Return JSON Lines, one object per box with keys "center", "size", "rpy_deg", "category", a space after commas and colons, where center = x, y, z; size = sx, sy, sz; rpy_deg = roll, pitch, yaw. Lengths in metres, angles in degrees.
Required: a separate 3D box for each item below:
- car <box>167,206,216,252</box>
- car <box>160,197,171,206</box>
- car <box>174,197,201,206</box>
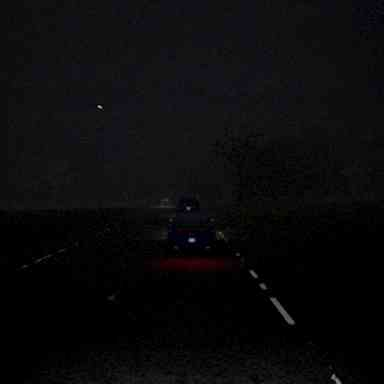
{"center": [-0.018, 1.600, 14.504], "size": [1.882, 1.535, 5.008], "rpy_deg": [0, 0, 0], "category": "car"}
{"center": [-5.667, 2.033, 71.704], "size": [2.150, 2.045, 5.566], "rpy_deg": [0, -1, -2], "category": "car"}
{"center": [-0.369, 1.429, 29.110], "size": [2.150, 2.045, 5.566], "rpy_deg": [0, 0, -2], "category": "car"}
